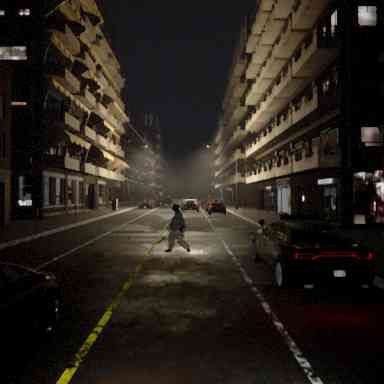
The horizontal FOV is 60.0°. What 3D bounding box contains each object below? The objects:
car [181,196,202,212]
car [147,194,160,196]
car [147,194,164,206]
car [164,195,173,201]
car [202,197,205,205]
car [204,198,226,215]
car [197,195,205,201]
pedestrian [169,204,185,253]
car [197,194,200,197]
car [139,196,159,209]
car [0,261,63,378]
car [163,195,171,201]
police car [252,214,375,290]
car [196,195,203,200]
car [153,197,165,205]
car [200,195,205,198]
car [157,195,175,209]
[{"bbox_3d":[-0.168,1.529,38.020,1.812,1.442,4.674,0,0,0],"label":"car"},{"bbox_3d":[-6.010,1.320,49.911,2.192,1.841,5.009,1,0,0],"label":"car"},{"bbox_3d":[-6.048,1.321,55.483,2.192,1.841,5.009,1,0,0],"label":"car"},{"bbox_3d":[-6.274,1.577,88.909,1.947,1.339,4.313,1,0,0],"label":"car"},{"bbox_3d":[2.440,1.586,38.786,1.802,1.307,4.206,1,0,0],"label":"car"},{"bbox_3d":[2.477,1.528,33.385,1.752,1.417,4.829,1,0,0],"label":"car"},{"bbox_3d":[2.150,1.535,83.525,1.752,1.417,4.829,1,0,0],"label":"car"},{"bbox_3d":[-0.538,1.295,11.933,0.375,1.860,0.375,1,-1,-5],"label":"pedestrian"},{"bbox_3d":[-0.299,1.357,48.256,2.097,1.767,4.553,0,0,0],"label":"car"},{"bbox_3d":[-5.977,1.570,44.341,1.947,1.339,4.313,1,0,0],"label":"car"},{"bbox_3d":[-3.126,1.564,3.831,1.994,1.385,4.181,0,0,0],"label":"car"},{"bbox_3d":[-6.235,1.535,83.168,1.752,1.417,4.829,1,0,0],"label":"car"},{"bbox_3d":[2.936,1.426,9.237,1.930,1.638,5.238,0,0,0],"label":"police car"},{"bbox_3d":[2.048,1.557,94.496,1.887,1.381,4.507,1,0,0],"label":"car"},{"bbox_3d":[-6.088,1.588,61.054,1.802,1.307,4.206,1,0,0],"label":"car"},{"bbox_3d":[2.329,1.588,55.499,1.802,1.307,4.206,1,0,0],"label":"car"},{"bbox_3d":[-3.404,1.509,46.364,1.837,1.490,4.892,0,0,0],"label":"car"}]
